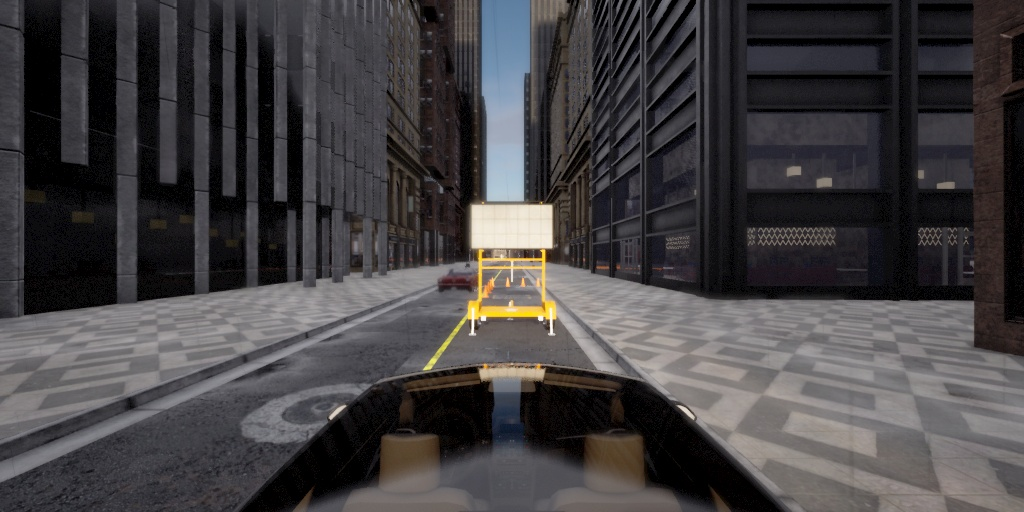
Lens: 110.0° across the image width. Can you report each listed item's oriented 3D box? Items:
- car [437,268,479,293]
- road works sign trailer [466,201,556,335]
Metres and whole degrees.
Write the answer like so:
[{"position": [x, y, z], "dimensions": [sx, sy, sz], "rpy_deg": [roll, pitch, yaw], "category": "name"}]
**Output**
[{"position": [-3.001, 1.354, 20.722], "dimensions": [1.895, 1.301, 4.718], "rpy_deg": [0, 0, 0], "category": "car"}, {"position": [0.002, 0.215, 10.470], "dimensions": [2.380, 3.560, 2.880], "rpy_deg": [0, 0, 0], "category": "road works sign trailer"}]
